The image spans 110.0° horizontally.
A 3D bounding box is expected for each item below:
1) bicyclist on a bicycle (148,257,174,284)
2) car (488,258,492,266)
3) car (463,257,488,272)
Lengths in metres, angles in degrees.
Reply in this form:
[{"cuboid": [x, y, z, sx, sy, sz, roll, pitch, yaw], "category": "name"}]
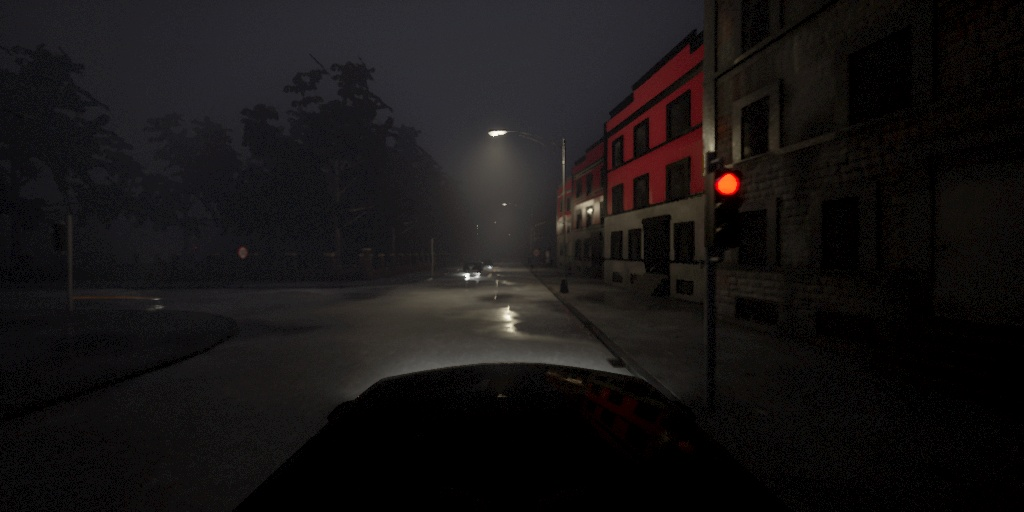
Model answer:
[{"cuboid": [-21.859, 0.912, 22.339, 0.582, 1.620, 1.656, 0, 1, 0], "category": "bicyclist on a bicycle"}, {"cuboid": [-4.077, 0.870, 55.170, 1.895, 1.301, 4.718, 0, 0, 1], "category": "car"}, {"cuboid": [-4.098, 0.911, 38.315, 2.128, 1.511, 4.902, 0, 1, 0], "category": "car"}]
